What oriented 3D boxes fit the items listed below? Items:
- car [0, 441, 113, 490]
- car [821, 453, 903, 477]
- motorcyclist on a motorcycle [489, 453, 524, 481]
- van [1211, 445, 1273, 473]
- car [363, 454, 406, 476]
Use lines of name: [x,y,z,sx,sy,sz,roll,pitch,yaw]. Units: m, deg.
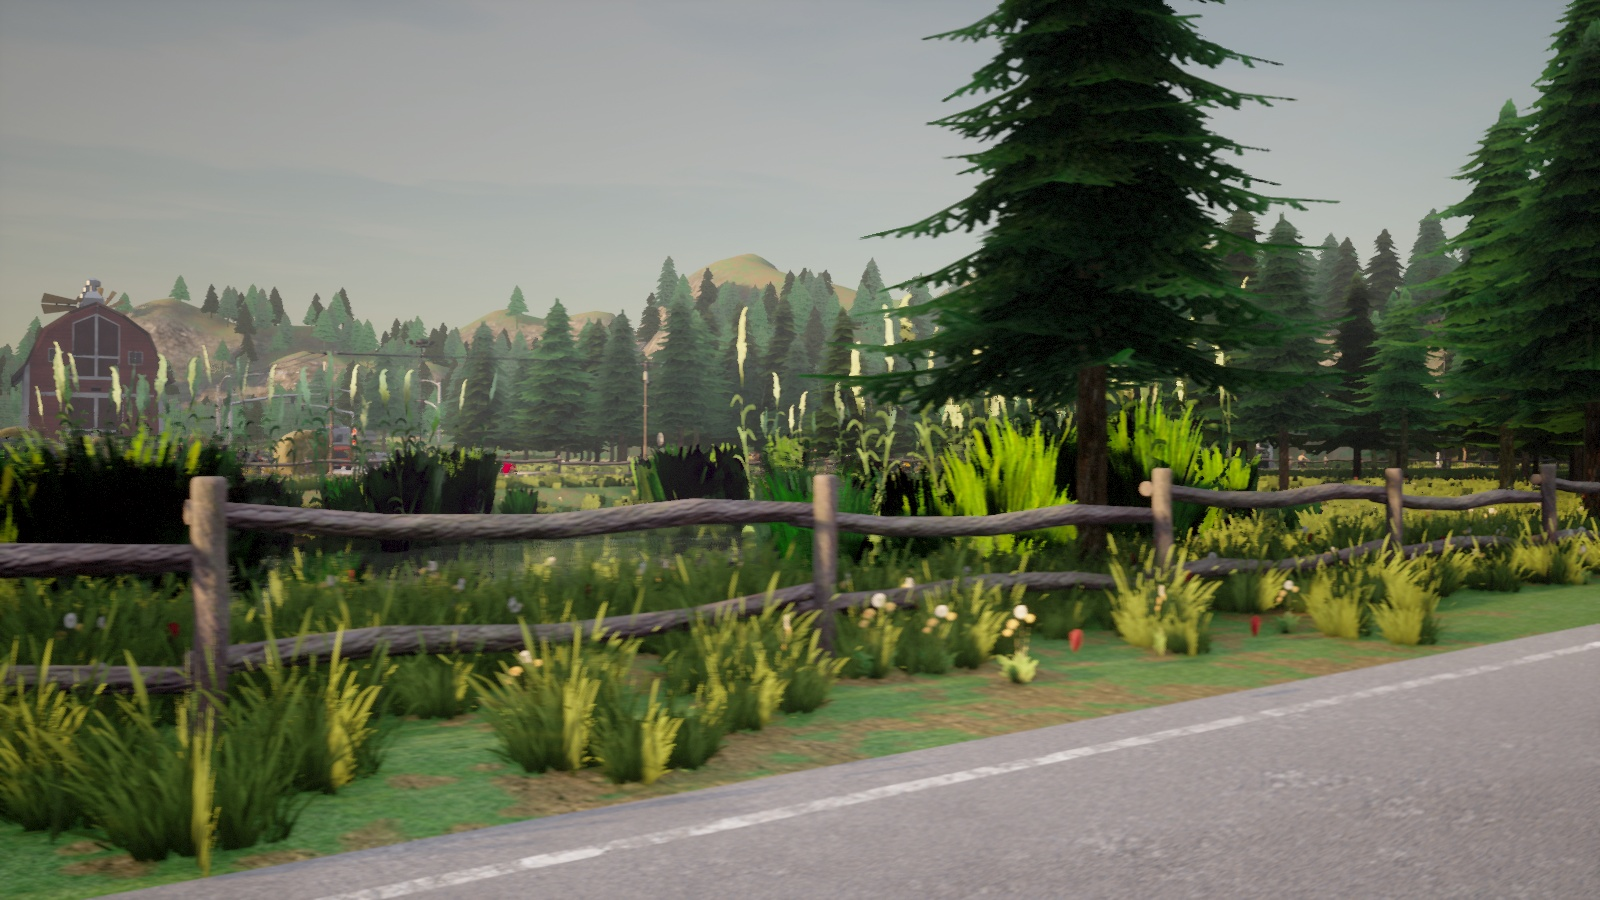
car: [-32.515,0.639,53.645,5.566,2.045,2.150,0,0,-29]
car: [3.849,0.907,77.913,4.892,1.490,1.837,0,0,-30]
motorcyclist on a motorcycle: [-16.059,0.926,68.730,2.044,1.523,0.797,0,-2,43]
van: [31.848,0.634,90.438,4.442,1.987,1.775,0,0,-31]
car: [-29.577,1.047,89.261,1.837,1.490,4.892,0,-1,-32]
